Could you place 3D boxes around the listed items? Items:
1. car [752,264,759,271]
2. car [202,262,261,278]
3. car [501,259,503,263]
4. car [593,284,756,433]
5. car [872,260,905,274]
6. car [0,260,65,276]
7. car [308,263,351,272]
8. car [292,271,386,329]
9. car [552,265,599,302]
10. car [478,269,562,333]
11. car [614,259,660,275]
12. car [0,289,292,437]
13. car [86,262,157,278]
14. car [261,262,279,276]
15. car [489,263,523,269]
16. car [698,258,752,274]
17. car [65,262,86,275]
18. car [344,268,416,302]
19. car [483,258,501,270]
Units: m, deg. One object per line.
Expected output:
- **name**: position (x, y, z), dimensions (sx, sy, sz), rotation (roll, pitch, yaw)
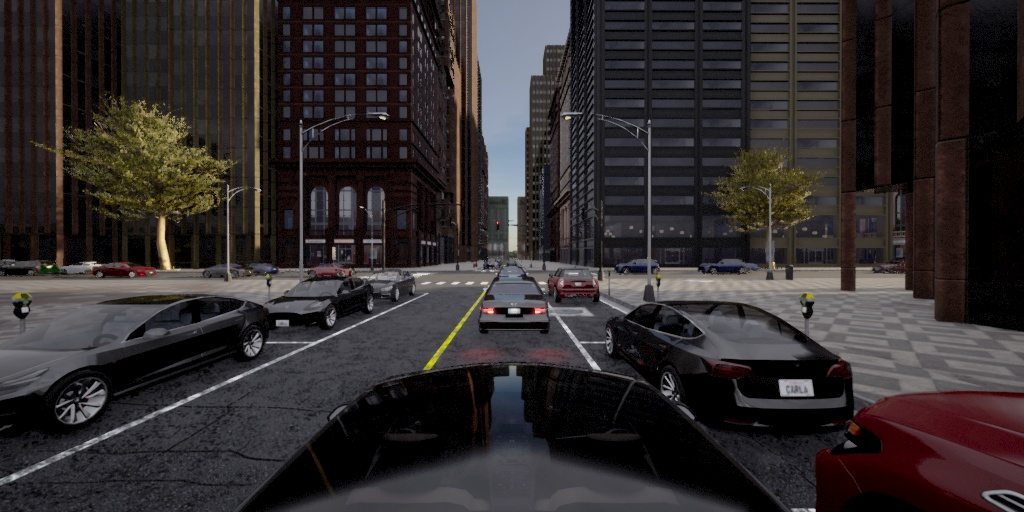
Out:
- **car**: position (25.588, 1.214, 41.718), dimensions (5.357, 1.411, 2.033), rotation (0, 0, 0)
- **car**: position (-27.481, 1.395, 34.891), dimensions (4.181, 1.385, 1.994), rotation (0, 0, 0)
- **car**: position (-3.091, 1.341, 63.100), dimensions (1.994, 1.385, 4.181), rotation (0, 0, 0)
- **car**: position (2.761, 1.315, 5.556), dimensions (1.948, 1.339, 4.313), rotation (0, 0, 0)
- **car**: position (41.536, 1.176, 38.472), dimensions (4.674, 1.442, 1.812), rotation (0, 0, 0)
- **car**: position (-51.513, 1.235, 38.246), dimensions (4.553, 1.767, 2.097), rotation (0, 0, 0)
- **car**: position (-17.474, 1.367, 34.912), dimensions (4.181, 1.385, 1.994), rotation (0, 0, 0)
- **car**: position (-5.766, 1.316, 11.187), dimensions (1.948, 1.339, 4.313), rotation (0, 0, 0)
- **car**: position (2.758, 1.190, 16.828), dimensions (1.967, 1.591, 4.097), rotation (0, 0, 0)
- **car**: position (0.061, 1.297, 10.662), dimensions (2.033, 1.411, 5.357), rotation (0, 0, 0)
- **car**: position (13.337, 1.061, 38.435), dimensions (4.553, 1.767, 2.097), rotation (0, 0, 0)
- **car**: position (-5.764, 1.315, 5.551), dimensions (1.948, 1.339, 4.313), rotation (0, 0, 0)
- **car**: position (-37.586, 1.337, 34.870), dimensions (5.008, 1.535, 1.882), rotation (0, 0, 0)
- **car**: position (-27.388, 1.378, 38.335), dimensions (4.181, 1.385, 1.994), rotation (0, 0, 0)
- **car**: position (-0.007, 1.298, 20.734), dimensions (2.033, 1.411, 5.357), rotation (0, 0, 0)
- **car**: position (22.468, 1.041, 38.457), dimensions (4.553, 1.767, 2.097), rotation (0, 0, 0)
- **car**: position (-49.235, 1.387, 41.463), dimensions (4.674, 1.442, 1.812), rotation (0, 0, 1)
- **car**: position (-5.768, 1.301, 16.824), dimensions (2.007, 1.370, 4.403), rotation (0, 0, 0)
- **car**: position (-3.069, 1.120, 53.139), dimensions (2.097, 1.767, 4.553), rotation (0, 0, 0)
